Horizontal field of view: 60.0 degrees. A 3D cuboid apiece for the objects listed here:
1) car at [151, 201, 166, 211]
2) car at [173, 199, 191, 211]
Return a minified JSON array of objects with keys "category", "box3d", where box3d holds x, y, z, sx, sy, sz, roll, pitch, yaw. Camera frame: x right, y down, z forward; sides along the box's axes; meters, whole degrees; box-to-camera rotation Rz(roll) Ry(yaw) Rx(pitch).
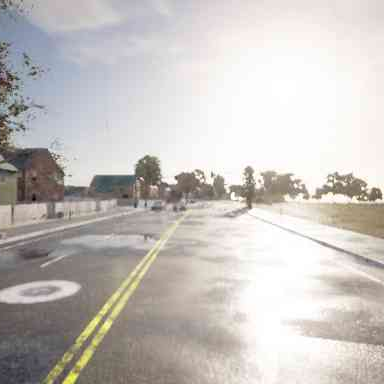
[{"category":"car","box3d":[-5.049,2.154,50.888,1.837,1.490,4.892,0,-1,3]},{"category":"car","box3d":[-1.806,2.118,50.655,2.128,1.511,4.902,0,-1,3]}]
